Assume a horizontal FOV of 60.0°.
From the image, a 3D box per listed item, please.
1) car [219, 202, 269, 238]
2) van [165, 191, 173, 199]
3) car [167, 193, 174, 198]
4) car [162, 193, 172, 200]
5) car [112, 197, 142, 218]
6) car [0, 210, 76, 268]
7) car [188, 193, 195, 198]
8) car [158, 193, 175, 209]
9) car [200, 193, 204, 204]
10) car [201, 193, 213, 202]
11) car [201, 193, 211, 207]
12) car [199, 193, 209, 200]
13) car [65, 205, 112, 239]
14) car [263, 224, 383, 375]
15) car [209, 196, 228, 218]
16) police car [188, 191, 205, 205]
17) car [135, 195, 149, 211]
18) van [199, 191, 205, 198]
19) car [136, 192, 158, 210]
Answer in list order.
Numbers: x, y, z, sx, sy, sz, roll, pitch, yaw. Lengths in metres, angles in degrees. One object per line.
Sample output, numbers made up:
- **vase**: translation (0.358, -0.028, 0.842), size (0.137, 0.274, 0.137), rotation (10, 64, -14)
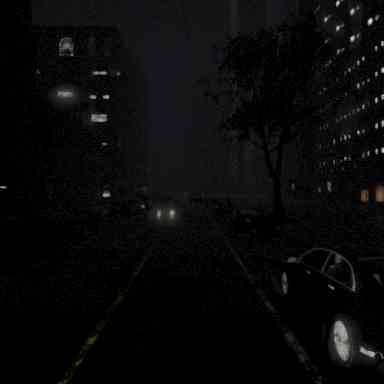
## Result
- **car**: translation (2.692, 1.434, 16.593), size (2.008, 1.369, 4.403), rotation (1, 0, 0)
- **van**: translation (-5.727, 0.775, 83.423), size (1.690, 1.788, 3.998), rotation (1, 0, 0)
- **car**: translation (-5.733, 0.924, 88.823), size (1.752, 1.417, 4.829), rotation (1, 0, 0)
- **car**: translation (-5.727, 1.022, 77.854), size (2.008, 1.369, 4.403), rotation (1, 0, 0)
- **car**: translation (-5.696, 1.372, 27.729), size (1.947, 1.339, 4.313), rotation (1, 0, 0)
- **car**: translation (-5.685, 1.487, 11.020), size (1.947, 1.339, 4.313), rotation (1, 0, 0)
- **car**: translation (-0.053, 0.881, 86.966), size (1.812, 1.442, 4.674), rotation (0, 0, 0)
- **car**: translation (-3.118, 1.195, 40.814), size (1.882, 1.535, 5.008), rotation (0, 0, 0)
- **car**: translation (2.671, 1.207, 50.010), size (2.008, 1.369, 4.403), rotation (1, 0, 0)
- **car**: translation (2.665, 1.022, 61.148), size (1.967, 1.590, 4.097), rotation (1, 0, 0)
- **car**: translation (2.674, 1.244, 44.442), size (2.008, 1.369, 4.403), rotation (1, 0, 0)
- **car**: translation (2.659, 0.948, 72.288), size (1.967, 1.590, 4.097), rotation (1, 0, 0)
- **car**: translation (-5.689, 1.433, 16.589), size (2.008, 1.369, 4.403), rotation (1, 0, 0)
- **car**: translation (2.699, 1.512, 5.454), size (2.008, 1.369, 4.403), rotation (1, 0, 0)
- **car**: translation (2.685, 1.331, 27.903), size (1.752, 1.417, 4.829), rotation (1, 0, 0)
- **police car**: translation (0.653, 1.069, 51.791), size (1.930, 1.638, 5.238), rotation (0, 0, -3)
- **car**: translation (-5.698, 1.294, 33.127), size (1.752, 1.417, 4.829), rotation (1, 0, 0)
- **van**: translation (2.650, 0.740, 88.996), size (1.690, 1.788, 3.998), rotation (1, 0, 0)
- **car**: translation (-5.698, 1.045, 38.866), size (2.192, 1.841, 5.009), rotation (1, 0, 0)
